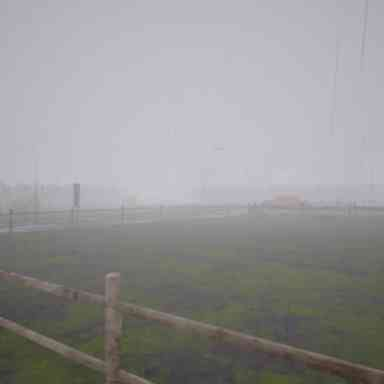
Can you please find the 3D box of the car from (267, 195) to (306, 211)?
[{"bbox_3d":[12.711,1.357,43.160,5.566,2.045,2.150,0,0,-38],"label":"car"}]

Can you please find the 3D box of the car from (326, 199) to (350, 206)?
[{"bbox_3d":[22.221,1.687,50.466,4.181,1.385,1.994,0,0,-36],"label":"car"}]

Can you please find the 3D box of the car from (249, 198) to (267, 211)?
[{"bbox_3d":[9.507,1.643,44.219,4.892,1.490,1.837,1,0,-39],"label":"car"}]
